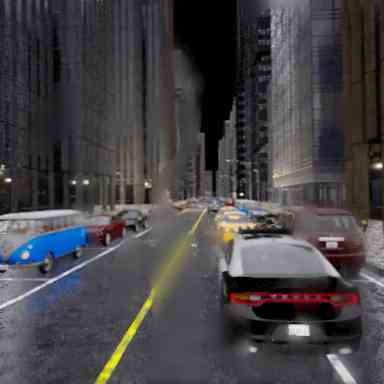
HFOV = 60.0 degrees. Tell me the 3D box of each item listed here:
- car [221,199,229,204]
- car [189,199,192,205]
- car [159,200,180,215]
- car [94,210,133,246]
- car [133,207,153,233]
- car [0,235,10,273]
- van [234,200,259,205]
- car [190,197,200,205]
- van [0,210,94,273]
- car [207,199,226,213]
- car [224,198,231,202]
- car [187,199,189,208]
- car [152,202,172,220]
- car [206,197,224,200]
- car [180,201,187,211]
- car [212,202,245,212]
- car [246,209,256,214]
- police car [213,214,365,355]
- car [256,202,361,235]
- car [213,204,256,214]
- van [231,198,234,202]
[{"bbox_3d":[8.658,2.515,87.768,2.008,1.369,4.403,-1,-1,4],"label":"car"},{"bbox_3d":[-1.610,2.343,61.512,1.802,1.307,4.206,-1,-1,4],"label":"car"},{"bbox_3d":[-3.088,1.821,39.091,2.192,1.841,5.009,-1,-1,4],"label":"car"},{"bbox_3d":[-4.559,1.799,16.665,1.887,1.381,4.507,-1,-1,4],"label":"car"},{"bbox_3d":[-4.190,1.883,22.271,1.947,1.339,4.313,-1,-1,4],"label":"car"},{"bbox_3d":[-5.296,1.696,5.453,1.947,1.339,4.313,-1,-1,4],"label":"car"},{"bbox_3d":[4.683,1.611,27.339,1.690,1.788,3.998,-1,-1,4],"label":"van"},{"bbox_3d":[0.148,2.389,88.309,2.192,1.841,5.009,-1,-1,4],"label":"car"},{"bbox_3d":[-4.930,1.533,11.061,1.690,1.788,3.998,-1,-1,4],"label":"van"},{"bbox_3d":[3.048,2.055,43.965,1.994,1.385,4.181,-1,-1,4],"label":"car"},{"bbox_3d":[6.894,1.966,60.977,2.192,1.841,5.009,-1,-1,4],"label":"car"},{"bbox_3d":[-1.979,2.279,55.906,1.802,1.307,4.206,-1,-1,4],"label":"car"},{"bbox_3d":[-3.453,2.024,33.482,1.802,1.307,4.206,-1,-1,4],"label":"car"},{"bbox_3d":[3.999,1.885,59.063,2.150,2.045,5.566,-1,-1,4],"label":"car"},{"bbox_3d":[-2.348,2.178,50.300,1.887,1.381,4.507,-1,-1,4],"label":"car"},{"bbox_3d":[2.461,1.696,22.629,1.801,1.575,5.366,-1,-1,4],"label":"car"},{"bbox_3d":[3.948,1.710,16.123,1.947,1.339,4.313,-1,-1,4],"label":"car"},{"bbox_3d":[1.453,1.487,6.582,1.930,1.638,5.238,-1,-1,4],"label":"police car"},{"bbox_3d":[3.576,1.397,10.519,2.192,1.841,5.009,-1,-1,4],"label":"car"},{"bbox_3d":[2.100,1.629,16.641,1.801,1.575,5.366,-1,-1,4],"label":"car"},{"bbox_3d":[5.051,1.674,32.945,1.690,1.788,3.998,-1,-1,4],"label":"van"}]
